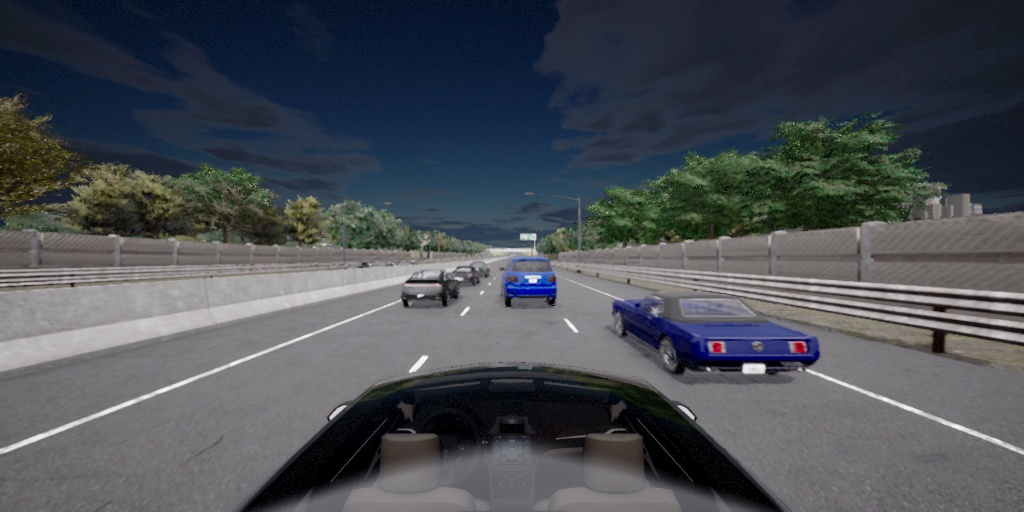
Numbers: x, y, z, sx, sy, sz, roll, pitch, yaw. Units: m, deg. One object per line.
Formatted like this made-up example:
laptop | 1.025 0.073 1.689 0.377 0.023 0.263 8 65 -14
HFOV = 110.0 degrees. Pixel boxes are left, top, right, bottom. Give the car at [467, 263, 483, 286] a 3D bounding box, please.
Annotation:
car | -3.506 1.447 27.115 1.812 1.442 4.674 0 0 0

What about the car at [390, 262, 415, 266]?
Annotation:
car | -14.093 1.542 47.638 1.837 1.490 4.892 0 -1 0

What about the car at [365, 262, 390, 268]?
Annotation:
car | -17.590 1.533 48.733 2.128 1.511 4.902 0 0 0

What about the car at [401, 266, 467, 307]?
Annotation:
car | -3.503 1.341 16.114 2.128 1.511 4.902 0 0 0

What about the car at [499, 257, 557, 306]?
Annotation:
car | 0.638 1.077 16.696 2.150 2.045 5.566 0 0 -4

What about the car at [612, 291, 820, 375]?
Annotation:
car | 3.598 1.392 7.548 1.895 1.301 4.718 0 0 0

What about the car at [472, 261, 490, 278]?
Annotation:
car | -3.508 1.338 38.086 2.097 1.767 4.553 0 0 0

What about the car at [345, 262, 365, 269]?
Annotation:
car | -21.089 1.548 49.101 1.837 1.490 4.892 0 0 0
